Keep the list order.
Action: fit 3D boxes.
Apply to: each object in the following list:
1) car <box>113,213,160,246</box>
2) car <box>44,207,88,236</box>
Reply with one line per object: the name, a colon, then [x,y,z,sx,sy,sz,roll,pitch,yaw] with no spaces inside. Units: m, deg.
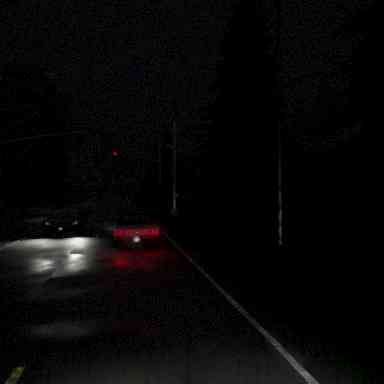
car: [-2.638,1.617,15.420,1.895,1.301,4.718,0,0,-12]
car: [-7.046,1.576,18.939,1.812,1.442,4.674,0,0,-12]
